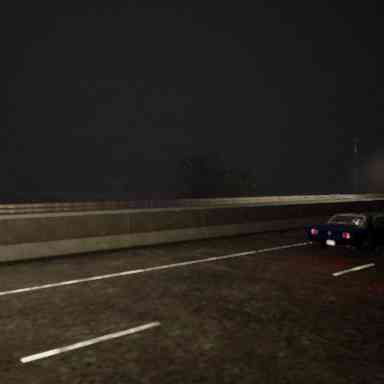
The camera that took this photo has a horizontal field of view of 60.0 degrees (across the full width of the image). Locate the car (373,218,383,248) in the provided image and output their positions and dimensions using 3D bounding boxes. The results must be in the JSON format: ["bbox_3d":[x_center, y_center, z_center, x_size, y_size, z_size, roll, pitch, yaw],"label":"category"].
[{"bbox_3d":[7.412,1.421,9.122,5.357,1.411,2.033,-1,0,-35],"label":"car"}]

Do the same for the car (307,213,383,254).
[{"bbox_3d":[6.663,1.456,12.870,4.718,1.301,1.895,-1,0,-35],"label":"car"}]
